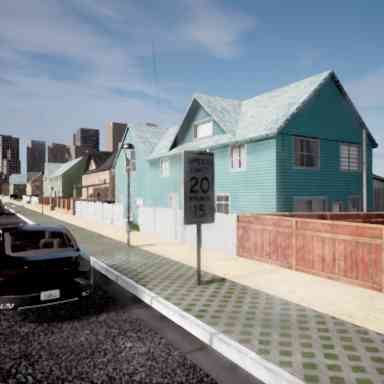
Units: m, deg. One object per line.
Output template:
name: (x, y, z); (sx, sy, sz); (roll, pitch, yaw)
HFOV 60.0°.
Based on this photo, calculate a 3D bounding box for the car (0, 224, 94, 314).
car: (-3.703, 1.505, 7.710); (1.837, 1.490, 4.892); (0, 0, -32)

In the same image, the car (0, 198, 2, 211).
car: (-25.161, 1.502, 41.765); (2.128, 1.511, 4.902); (0, 0, -32)

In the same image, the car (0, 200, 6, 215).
car: (-19.598, 1.499, 33.016); (2.128, 1.511, 4.902); (0, 0, -31)
